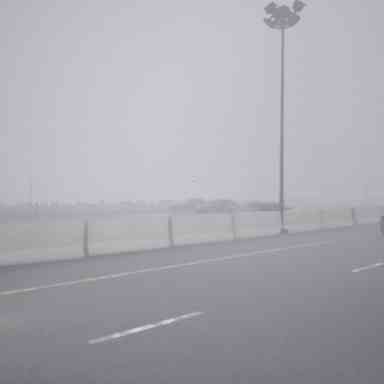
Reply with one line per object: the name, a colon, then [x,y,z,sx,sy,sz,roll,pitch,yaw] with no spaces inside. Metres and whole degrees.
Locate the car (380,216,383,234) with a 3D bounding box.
car: [10.908,1.378,15.829,5.008,1.535,1.882,0,0,-36]

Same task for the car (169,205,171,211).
car: [-0.008,1.372,34.083,5.008,1.535,1.882,0,0,-35]

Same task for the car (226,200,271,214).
car: [5.140,1.445,24.860,5.357,1.411,2.033,0,0,-36]

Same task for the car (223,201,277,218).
car: [5.153,1.492,29.168,4.718,1.301,1.895,0,0,-35]
